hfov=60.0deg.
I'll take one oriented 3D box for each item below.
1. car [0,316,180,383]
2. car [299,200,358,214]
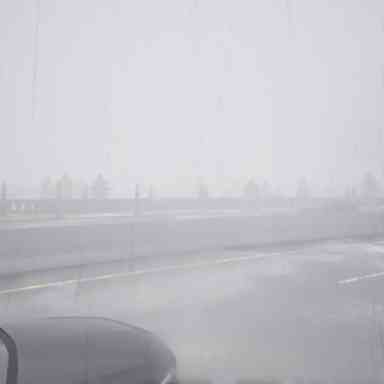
[{"bbox_3d":[-2.221,1.511,2.043,4.674,1.442,1.812,0,0,-36],"label":"car"},{"bbox_3d":[12.168,1.451,29.555,5.357,1.411,2.033,0,0,-21],"label":"car"}]
